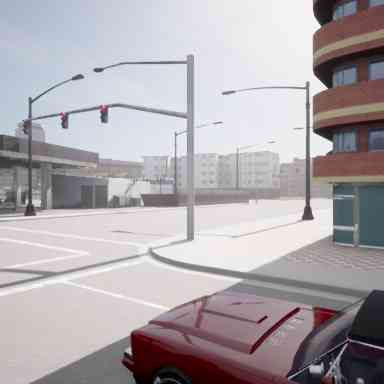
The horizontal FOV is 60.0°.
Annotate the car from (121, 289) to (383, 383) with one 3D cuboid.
[{"bbox_3d":[1.611,1.601,2.824,4.718,1.301,1.895,0,0,36],"label":"car"}]

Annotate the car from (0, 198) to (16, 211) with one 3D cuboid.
[{"bbox_3d":[-22.253,1.456,38.776,3.806,1.475,1.970,0,0,36],"label":"car"}]
